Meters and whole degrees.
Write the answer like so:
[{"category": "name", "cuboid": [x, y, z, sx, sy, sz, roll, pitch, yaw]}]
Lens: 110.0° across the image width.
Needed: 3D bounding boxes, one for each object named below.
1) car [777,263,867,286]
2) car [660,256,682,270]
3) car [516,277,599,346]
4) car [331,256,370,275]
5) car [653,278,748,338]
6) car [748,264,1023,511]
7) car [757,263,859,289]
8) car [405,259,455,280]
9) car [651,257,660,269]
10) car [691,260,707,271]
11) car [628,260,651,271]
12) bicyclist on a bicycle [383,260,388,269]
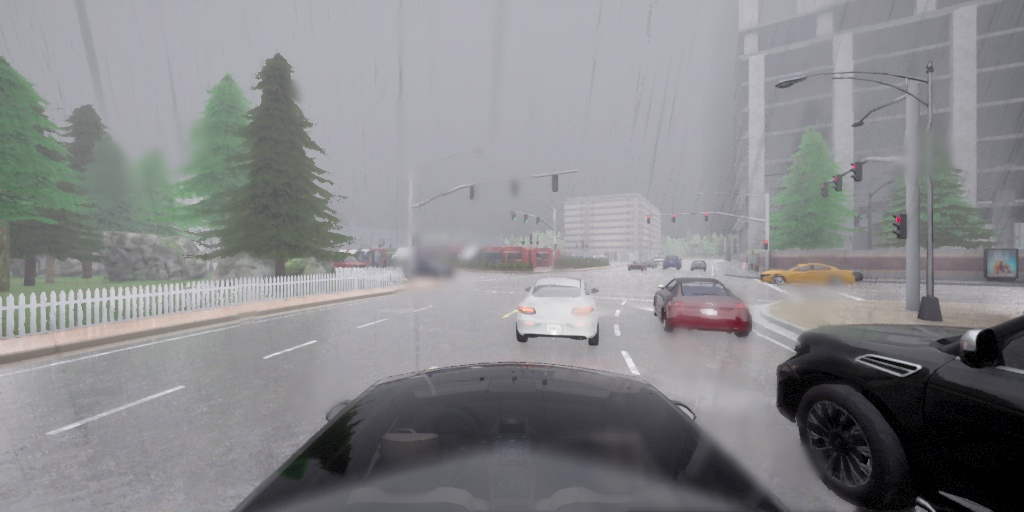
[{"category": "car", "cuboid": [23.086, 1.311, 27.002, 4.892, 1.490, 1.837, 0, 0, 30]}, {"category": "car", "cuboid": [23.934, 0.971, 53.342, 2.150, 2.045, 5.566, 0, 0, 29]}, {"category": "car", "cuboid": [1.285, 1.276, 9.432, 1.812, 1.442, 4.674, 0, 0, 11]}, {"category": "car", "cuboid": [-17.513, 1.026, 37.786, 5.566, 2.045, 2.150, 0, 0, 30]}, {"category": "car", "cuboid": [5.307, 1.314, 10.435, 1.994, 1.385, 4.181, 0, 0, 17]}, {"category": "car", "cuboid": [3.737, 0.971, 1.208, 2.150, 2.045, 5.566, 0, 0, 0]}, {"category": "car", "cuboid": [19.905, 1.282, 24.416, 5.008, 1.535, 1.882, 0, 0, 25]}, {"category": "car", "cuboid": [-7.286, 1.157, 31.969, 4.553, 1.767, 2.097, 0, 0, 30]}, {"category": "car", "cuboid": [22.155, 1.297, 57.681, 2.033, 1.411, 5.357, 0, 0, 30]}, {"category": "car", "cuboid": [26.117, 1.297, 50.071, 2.033, 1.411, 5.357, 0, 0, 29]}, {"category": "car", "cuboid": [17.057, 1.351, 48.593, 1.895, 1.301, 4.718, 0, 0, 29]}, {"category": "bicyclist on a bicycle", "cuboid": [-15.686, 1.258, 44.313, 0.582, 1.620, 1.656, 0, 0, -22]}]
